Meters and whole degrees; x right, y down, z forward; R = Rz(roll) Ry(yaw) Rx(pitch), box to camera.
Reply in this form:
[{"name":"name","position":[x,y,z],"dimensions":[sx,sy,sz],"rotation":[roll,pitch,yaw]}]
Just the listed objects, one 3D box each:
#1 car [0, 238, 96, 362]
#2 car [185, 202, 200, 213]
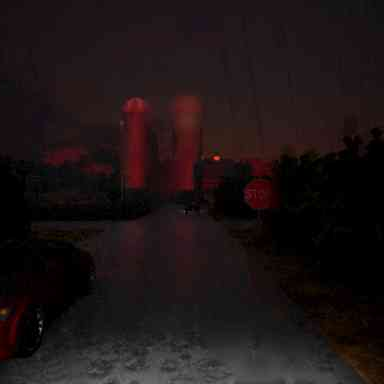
[{"name":"car","position":[-3.164,1.551,5.857],"dimensions":[1.994,1.385,4.181],"rotation":[0,0,0]},{"name":"car","position":[0.108,2.016,44.157],"dimensions":[1.812,1.442,4.674],"rotation":[0,-1,0]}]
